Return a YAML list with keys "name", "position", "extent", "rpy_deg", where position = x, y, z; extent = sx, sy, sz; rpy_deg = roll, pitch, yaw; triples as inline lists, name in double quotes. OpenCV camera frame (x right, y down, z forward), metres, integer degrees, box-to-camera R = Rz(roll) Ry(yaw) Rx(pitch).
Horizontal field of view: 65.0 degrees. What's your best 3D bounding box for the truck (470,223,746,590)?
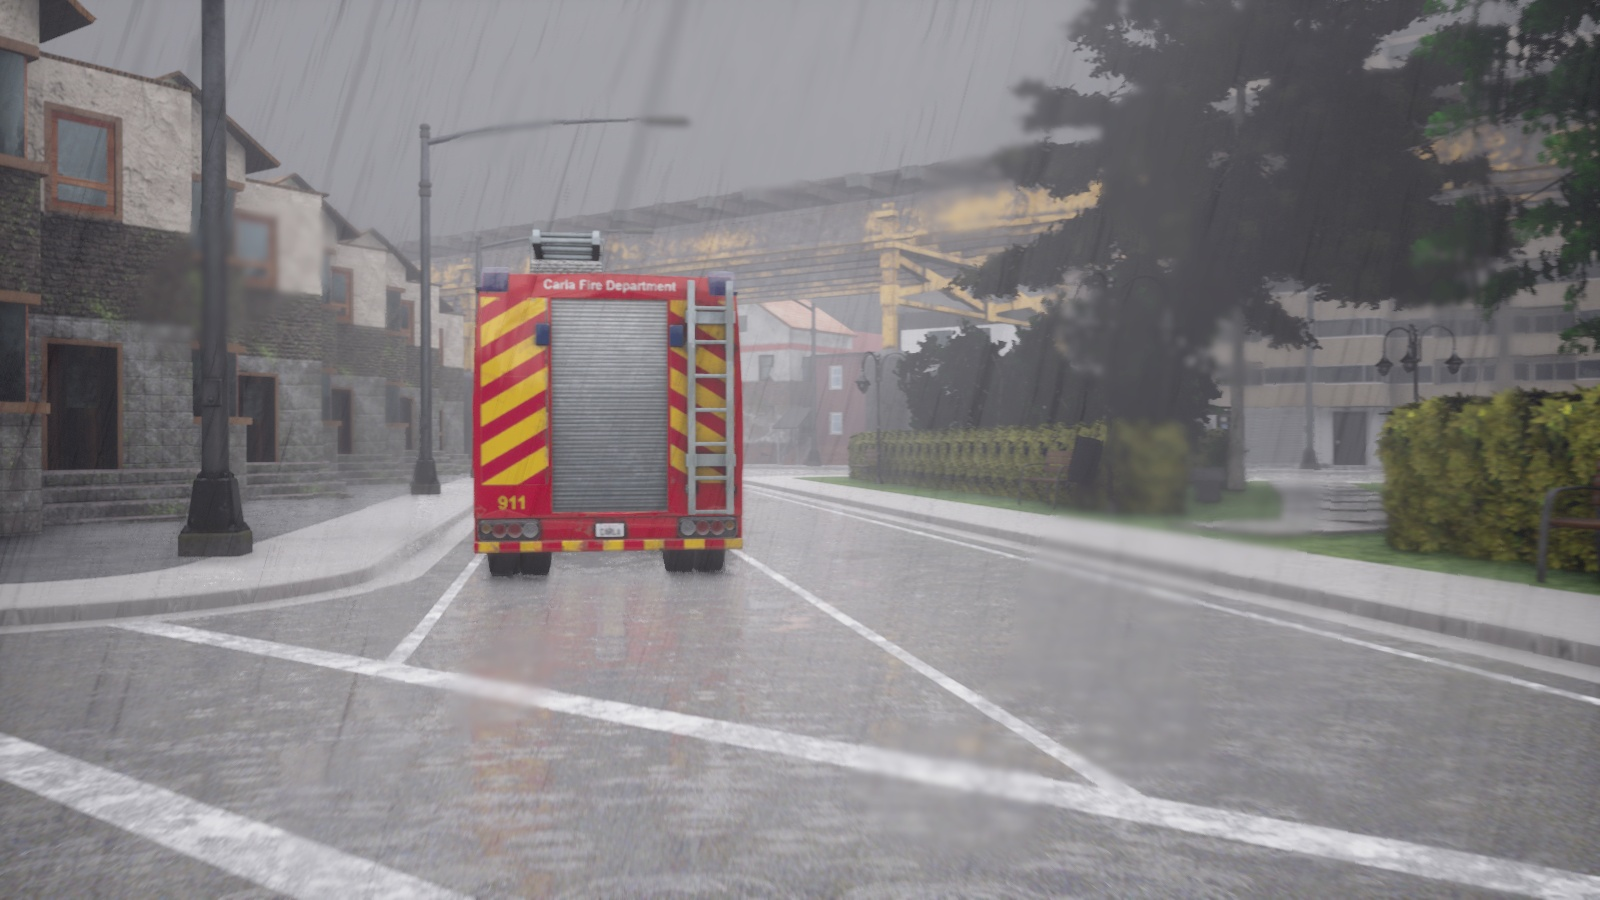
- name: "truck"
  position: [-2.701, -0.472, 17.511]
  extent: [2.891, 3.827, 8.468]
  rpy_deg: [0, 0, -9]
